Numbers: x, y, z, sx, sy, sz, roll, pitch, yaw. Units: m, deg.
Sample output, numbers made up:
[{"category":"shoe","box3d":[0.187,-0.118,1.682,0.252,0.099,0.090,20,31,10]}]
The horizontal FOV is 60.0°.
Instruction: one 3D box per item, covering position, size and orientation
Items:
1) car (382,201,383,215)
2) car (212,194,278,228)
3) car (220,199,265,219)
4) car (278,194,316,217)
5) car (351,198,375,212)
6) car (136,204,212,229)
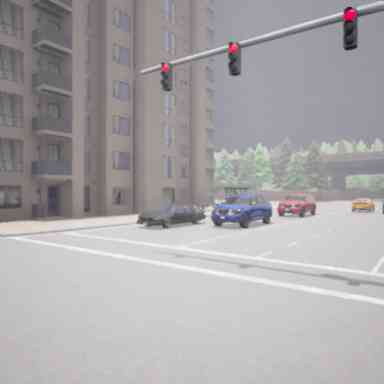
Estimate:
[{"category":"car","box3d":[20.612,1.208,33.446,2.150,2.045,5.566,0,0,36]},{"category":"car","box3d":[3.444,1.174,22.113,2.150,2.045,5.566,0,0,36]},{"category":"car","box3d":[4.610,1.414,29.639,1.882,1.535,5.008,0,0,36]},{"category":"car","box3d":[9.771,1.174,30.760,2.150,2.045,5.566,0,0,36]},{"category":"car","box3d":[19.498,1.448,37.875,1.882,1.535,5.008,0,0,35]},{"category":"car","box3d":[-1.178,1.483,21.719,2.033,1.411,5.357,0,0,36]}]
